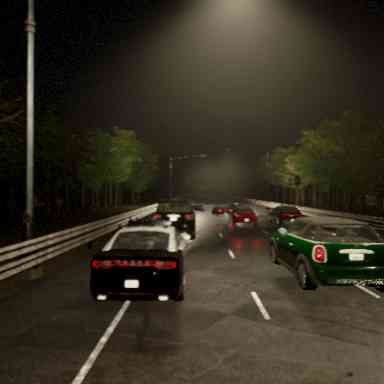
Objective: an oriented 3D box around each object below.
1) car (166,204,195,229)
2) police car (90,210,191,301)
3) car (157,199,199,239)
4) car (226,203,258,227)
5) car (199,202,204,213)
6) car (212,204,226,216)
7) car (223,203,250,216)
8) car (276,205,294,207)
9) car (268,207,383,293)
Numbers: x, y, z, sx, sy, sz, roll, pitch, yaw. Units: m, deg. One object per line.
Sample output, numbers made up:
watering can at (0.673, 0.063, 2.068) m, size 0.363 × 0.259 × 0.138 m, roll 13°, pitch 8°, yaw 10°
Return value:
car at (-0.753, 1.733, 24.568) m, size 1.882 × 1.535 × 5.008 m, roll 0°, pitch -1°, yaw 1°
police car at (-1.089, 1.510, 8.689) m, size 1.930 × 1.638 × 5.238 m, roll 0°, pitch -1°, yaw 0°
car at (-0.845, 1.414, 18.600) m, size 2.150 × 2.045 × 5.566 m, roll 0°, pitch -1°, yaw 1°
car at (3.918, 1.830, 25.812) m, size 1.812 × 1.442 × 4.674 m, roll 0°, pitch -1°, yaw 1°
car at (0.682, 2.032, 45.167) m, size 2.033 × 1.411 × 5.357 m, roll 0°, pitch -1°, yaw 1°
car at (3.406, 2.022, 37.678) m, size 1.895 × 1.301 × 4.718 m, roll -2°, pitch 0°, yaw -4°
car at (5.190, 2.030, 39.298) m, size 1.994 × 1.385 × 4.181 m, roll 2°, pitch -1°, yaw -10°
car at (7.432, 1.847, 26.675) m, size 1.837 × 1.490 × 4.892 m, roll 0°, pitch 0°, yaw 1°
car at (3.665, 1.481, 9.465) m, size 2.097 × 1.767 × 4.553 m, roll 0°, pitch -1°, yaw 1°
